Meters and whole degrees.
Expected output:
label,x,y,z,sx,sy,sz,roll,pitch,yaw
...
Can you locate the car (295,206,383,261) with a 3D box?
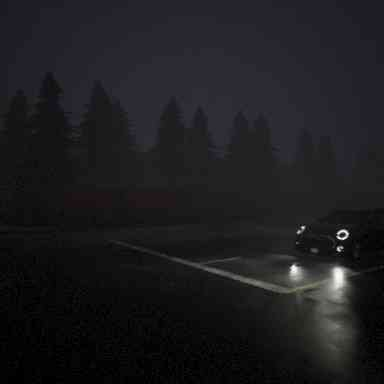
label,x,y,z,sx,sy,sz,roll,pitch,yaw
car,5.956,1.391,12.503,4.553,1.767,2.097,0,0,-35
